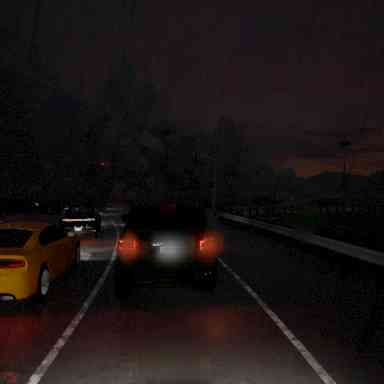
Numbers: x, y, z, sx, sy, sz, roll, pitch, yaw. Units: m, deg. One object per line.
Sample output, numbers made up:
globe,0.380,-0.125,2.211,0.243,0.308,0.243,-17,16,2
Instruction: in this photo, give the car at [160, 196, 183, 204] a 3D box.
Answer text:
car,-4.006,1.564,65.143,4.181,1.385,1.994,0,0,-20

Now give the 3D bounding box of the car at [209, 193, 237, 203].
car,6.749,1.225,72.723,5.566,2.045,2.150,0,0,-20

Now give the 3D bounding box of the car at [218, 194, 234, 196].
car,7.628,1.564,61.958,4.181,1.385,1.994,0,0,-20

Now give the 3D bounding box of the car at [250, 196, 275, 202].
car,16.158,1.540,76.175,5.357,1.411,2.033,0,0,-20

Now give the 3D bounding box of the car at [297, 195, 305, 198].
car,24.270,1.553,68.017,4.181,1.385,1.994,0,0,-20

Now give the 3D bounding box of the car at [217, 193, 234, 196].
car,5.873,1.547,68.687,5.357,1.411,2.033,0,0,-20

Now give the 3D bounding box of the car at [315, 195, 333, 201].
car,33.863,1.452,85.344,5.008,1.535,1.882,0,0,-34

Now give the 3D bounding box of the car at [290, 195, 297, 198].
car,22.896,1.595,74.997,4.718,1.301,1.895,0,0,-23

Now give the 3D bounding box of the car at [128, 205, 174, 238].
car,-2.512,1.547,19.073,2.033,1.411,5.357,0,0,-13

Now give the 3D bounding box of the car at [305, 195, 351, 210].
car,17.568,1.506,43.033,4.892,1.490,1.837,0,0,-20

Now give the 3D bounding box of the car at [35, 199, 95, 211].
car,-12.193,1.511,32.128,4.892,1.490,1.837,0,0,-20

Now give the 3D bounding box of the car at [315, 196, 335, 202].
car,31.946,1.595,79.762,4.718,1.301,1.895,0,0,-30

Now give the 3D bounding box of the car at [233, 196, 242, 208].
car,4.382,1.601,45.657,4.718,1.301,1.895,0,0,-20

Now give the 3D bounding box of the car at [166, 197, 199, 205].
car,-1.685,1.547,58.556,5.357,1.411,2.033,0,0,-20

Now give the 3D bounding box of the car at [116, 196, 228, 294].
car,-0.759,1.221,9.034,2.150,2.045,5.566,0,0,-7

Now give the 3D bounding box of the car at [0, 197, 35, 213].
car,-19.304,1.357,36.977,4.553,1.767,2.097,0,0,-20

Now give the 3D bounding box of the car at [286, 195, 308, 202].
car,25.289,1.478,79.975,5.008,1.535,1.882,0,0,-27

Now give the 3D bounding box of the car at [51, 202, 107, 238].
car,-5.773,1.492,17.548,2.128,1.511,4.902,0,0,-14

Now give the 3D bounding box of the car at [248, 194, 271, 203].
car,14.634,1.355,71.886,4.553,1.767,2.097,0,0,-20

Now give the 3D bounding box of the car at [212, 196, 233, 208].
car,2.305,1.525,41.168,4.674,1.442,1.812,0,0,-20

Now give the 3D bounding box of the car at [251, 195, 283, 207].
car,12.011,1.351,52.180,4.553,1.767,2.097,0,0,-20

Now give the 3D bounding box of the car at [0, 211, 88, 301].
car,-4.166,1.478,8.305,1.882,1.535,5.008,0,0,-6

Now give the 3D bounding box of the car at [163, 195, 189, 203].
car,-3.306,1.478,69.043,5.008,1.535,1.882,0,0,-20
